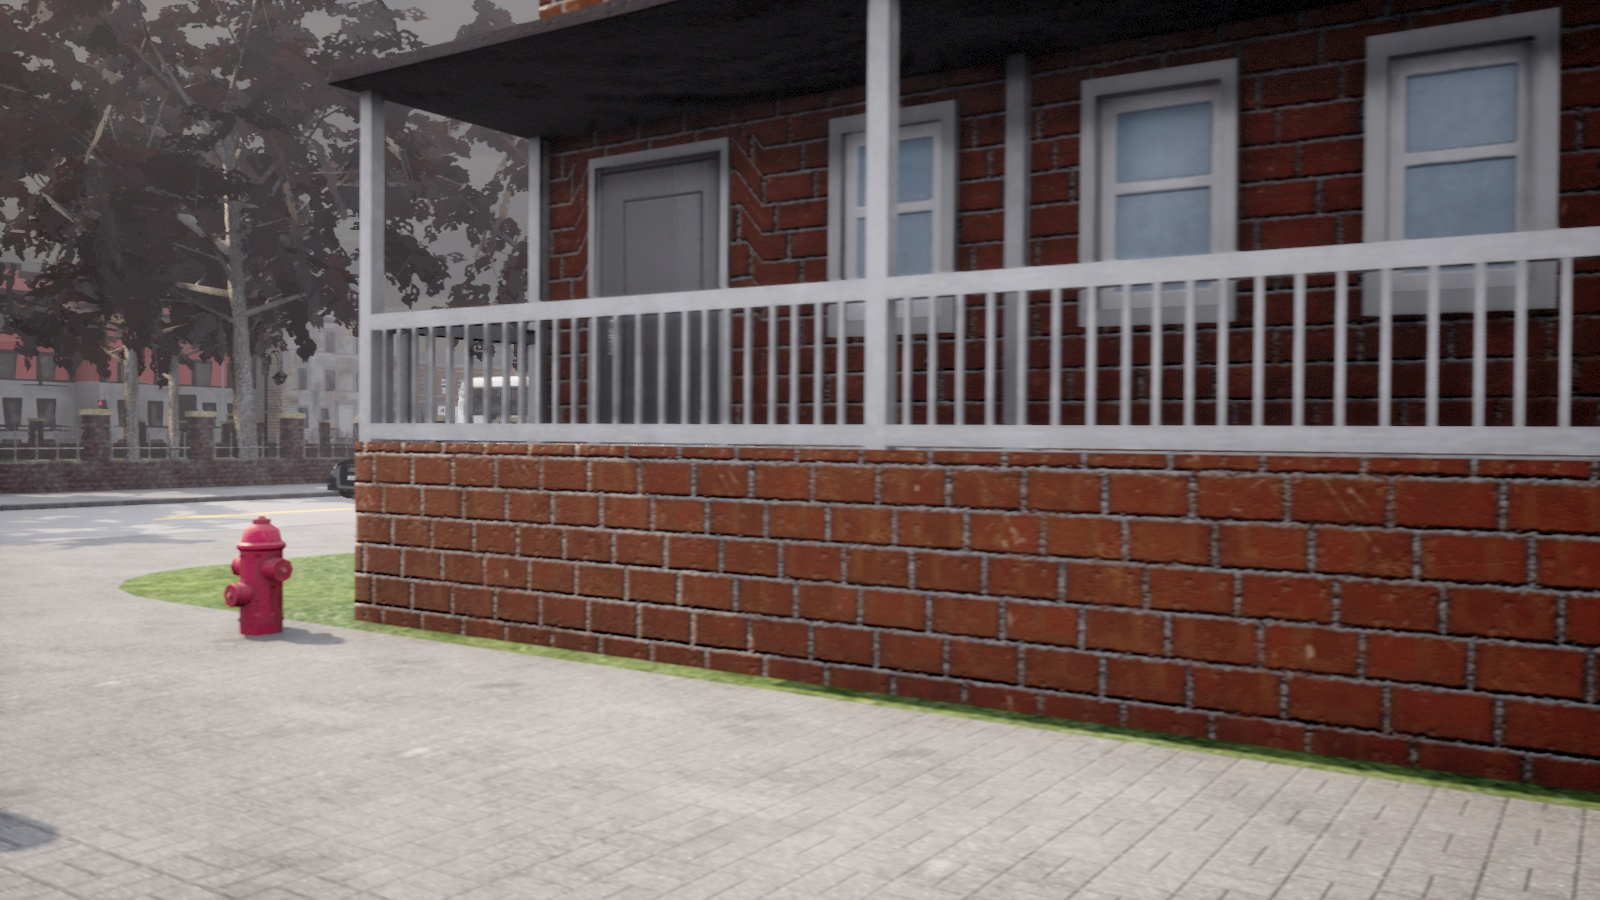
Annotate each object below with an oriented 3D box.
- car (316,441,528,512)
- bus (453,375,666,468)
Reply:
[{"bbox_3d":[-8.198,0.526,27.601,1.994,1.385,4.181,0,1,31],"label":"car"},{"bbox_3d":[-11.845,-1.311,61.453,10.273,4.253,3.944,0,1,32],"label":"bus"}]
